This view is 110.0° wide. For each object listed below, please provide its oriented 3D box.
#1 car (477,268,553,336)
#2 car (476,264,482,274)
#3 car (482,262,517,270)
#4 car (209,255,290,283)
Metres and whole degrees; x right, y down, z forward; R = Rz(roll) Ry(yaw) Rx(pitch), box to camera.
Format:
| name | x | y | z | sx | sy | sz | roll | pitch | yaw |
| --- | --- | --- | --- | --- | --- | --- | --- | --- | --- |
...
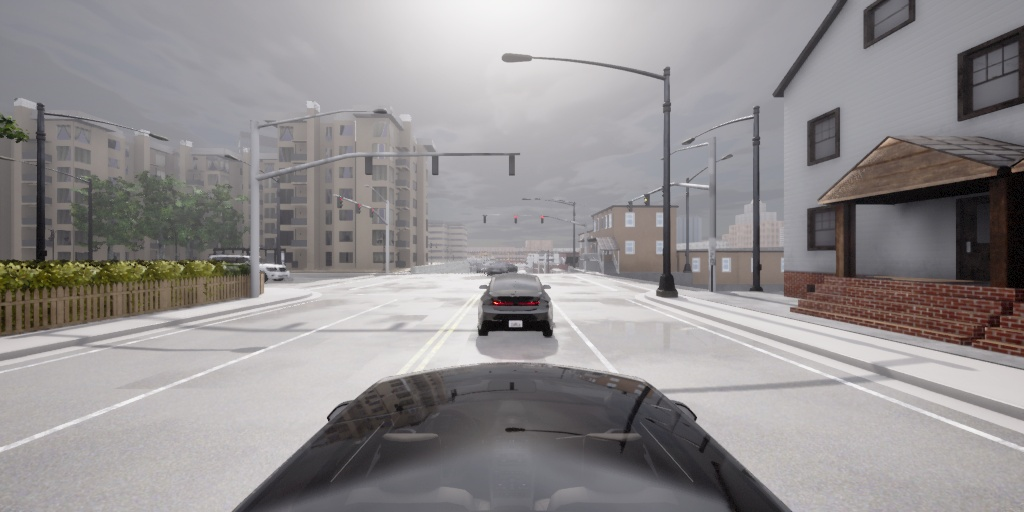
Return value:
| name | x | y | z | sx | sy | sz | roll | pitch | yaw |
| --- | --- | --- | --- | --- | --- | --- | --- | --- | --- |
| car | 0.092 | 1.255 | 10.360 | 1.837 | 1.490 | 4.892 | 0 | 0 | 0 |
| car | -3.618 | 1.755 | 47.174 | 2.128 | 1.511 | 4.902 | 0 | -5 | 0 |
| car | -0.867 | 1.250 | 35.080 | 1.994 | 1.385 | 4.181 | 0 | 0 | 21 |
| car | -19.948 | 0.966 | 27.050 | 5.566 | 2.045 | 2.150 | 1 | 0 | 1 |
